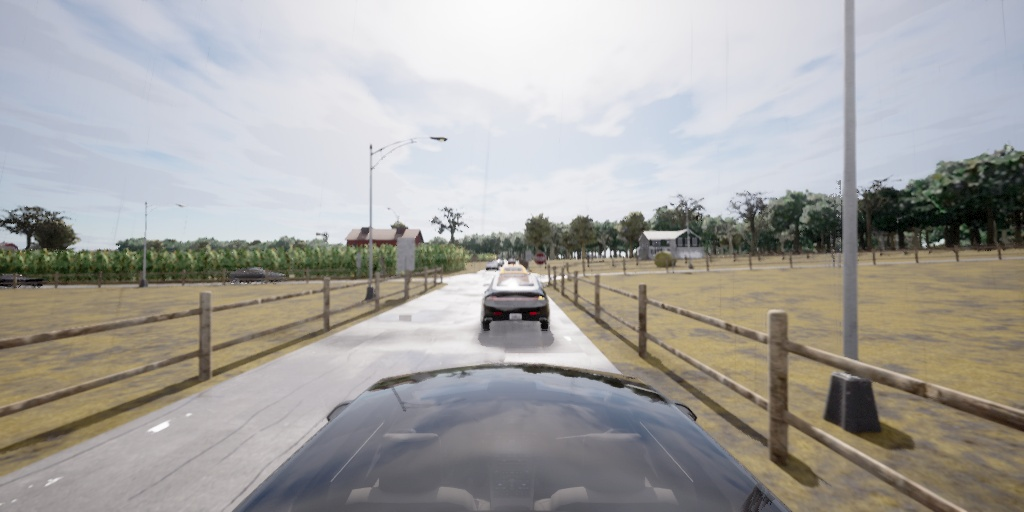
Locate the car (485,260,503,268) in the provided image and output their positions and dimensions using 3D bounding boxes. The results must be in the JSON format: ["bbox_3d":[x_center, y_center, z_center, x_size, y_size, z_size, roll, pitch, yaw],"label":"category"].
[{"bbox_3d":[-2.859,1.497,52.613,2.033,1.411,5.357,0,0,0],"label":"car"}]

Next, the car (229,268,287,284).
[{"bbox_3d":[-24.268,1.904,34.356,4.892,1.490,1.837,-1,-2,0],"label":"car"}]

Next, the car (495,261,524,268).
[{"bbox_3d":[0.089,1.333,23.713,1.882,1.535,5.008,0,0,0],"label":"car"}]

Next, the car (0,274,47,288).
[{"bbox_3d":[-47.886,2.398,34.401,4.718,1.301,1.895,0,-2,0],"label":"car"}]

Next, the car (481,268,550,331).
[{"bbox_3d":[0.094,1.290,11.229,2.128,1.511,4.902,0,0,0],"label":"car"}]
